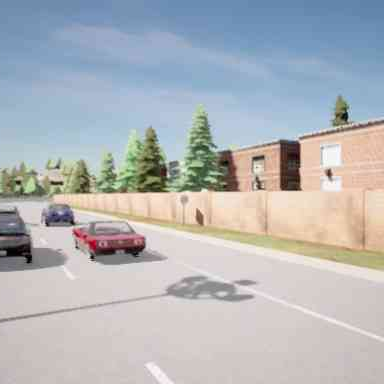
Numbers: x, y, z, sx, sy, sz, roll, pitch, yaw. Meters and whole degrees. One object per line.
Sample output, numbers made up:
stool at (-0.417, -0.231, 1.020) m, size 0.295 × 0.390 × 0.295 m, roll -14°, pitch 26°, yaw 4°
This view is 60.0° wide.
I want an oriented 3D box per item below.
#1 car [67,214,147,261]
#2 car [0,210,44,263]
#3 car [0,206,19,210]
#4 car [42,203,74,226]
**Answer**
car at (-3.460, 1.761, 13.148) m, size 1.895 × 1.301 × 4.718 m, roll 1°, pitch -1°, yaw -29°
car at (-6.785, 1.621, 11.947) m, size 2.128 × 1.511 × 4.902 m, roll 1°, pitch -1°, yaw -28°
car at (-13.822, 1.761, 24.906) m, size 2.128 × 1.511 × 4.902 m, roll 1°, pitch -1°, yaw -28°
car at (-10.699, 1.655, 26.491) m, size 2.097 × 1.767 × 4.553 m, roll 1°, pitch -1°, yaw -28°
